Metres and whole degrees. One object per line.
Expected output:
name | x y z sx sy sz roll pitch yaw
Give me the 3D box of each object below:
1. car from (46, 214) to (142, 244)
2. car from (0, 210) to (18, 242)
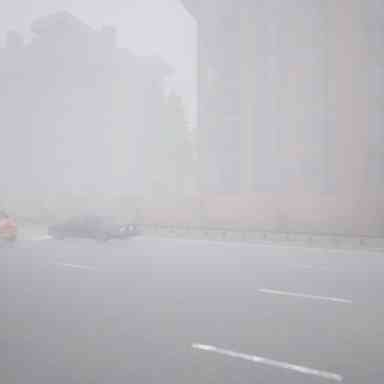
car | -5.269 1.873 17.760 5.357 1.411 2.033 0 -1 27
car | -11.014 1.642 16.763 4.553 1.767 2.097 0 -1 27
